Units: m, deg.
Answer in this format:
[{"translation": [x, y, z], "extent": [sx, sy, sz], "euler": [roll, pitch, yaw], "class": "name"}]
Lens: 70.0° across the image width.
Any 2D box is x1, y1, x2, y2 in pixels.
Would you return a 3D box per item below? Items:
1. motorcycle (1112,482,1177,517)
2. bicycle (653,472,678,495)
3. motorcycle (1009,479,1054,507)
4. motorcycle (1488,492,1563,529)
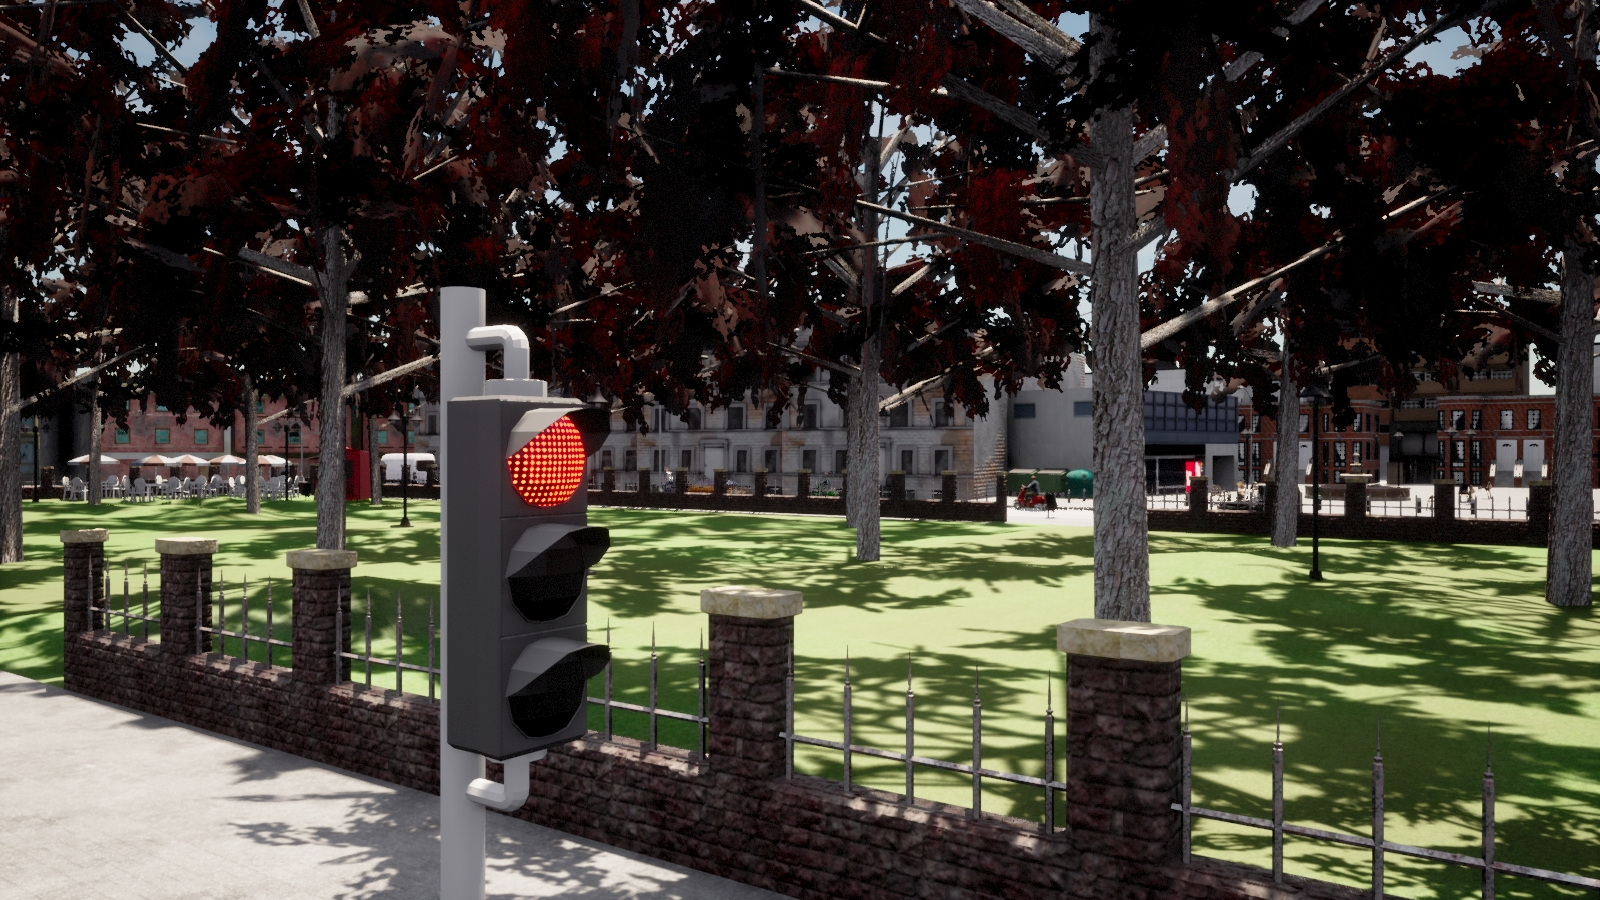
[{"translation": [13.698, 1.950, 45.469], "extent": [2.356, 1.277, 0.764], "euler": [0, 0, 36], "class": "motorcycle"}, {"translation": [-7.790, 1.935, 66.028], "extent": [1.643, 1.296, 0.373], "euler": [0, 0, 36], "class": "bicycle"}, {"translation": [10.653, 1.962, 52.599], "extent": [1.805, 1.236, 0.856], "euler": [0, 0, 36], "class": "motorcycle"}, {"translation": [24.065, 1.992, 37.925], "extent": [2.033, 1.145, 0.803], "euler": [1, 0, 36], "class": "motorcycle"}]
